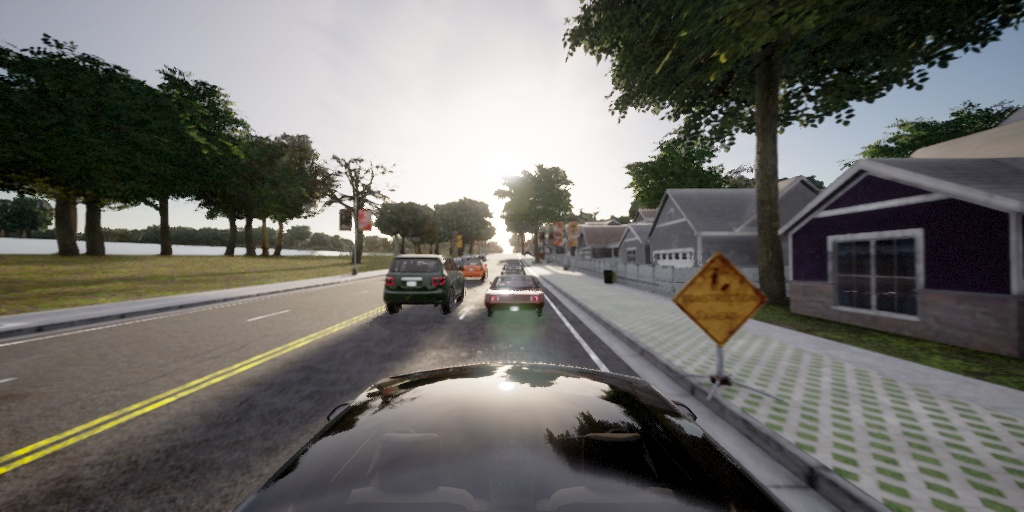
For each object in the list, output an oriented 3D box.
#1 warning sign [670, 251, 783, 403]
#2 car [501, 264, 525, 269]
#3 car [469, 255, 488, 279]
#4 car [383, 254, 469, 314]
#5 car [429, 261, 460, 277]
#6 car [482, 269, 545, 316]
[{"bbox_3d":[2.849,0.867,4.897,1.300,1.860,1.060,0,0,0],"label":"warning sign"},{"bbox_3d":[0.090,1.302,28.460,1.895,1.301,4.718,0,0,0],"label":"car"},{"bbox_3d":[-3.159,1.047,29.998,2.097,1.767,4.553,0,0,0],"label":"car"},{"bbox_3d":[-3.164,0.958,13.918,2.150,2.045,5.566,0,0,0],"label":"car"},{"bbox_3d":[-6.600,1.206,35.520,2.033,1.411,5.357,0,0,0],"label":"car"},{"bbox_3d":[0.091,1.338,13.300,1.895,1.301,4.718,0,0,0],"label":"car"}]
